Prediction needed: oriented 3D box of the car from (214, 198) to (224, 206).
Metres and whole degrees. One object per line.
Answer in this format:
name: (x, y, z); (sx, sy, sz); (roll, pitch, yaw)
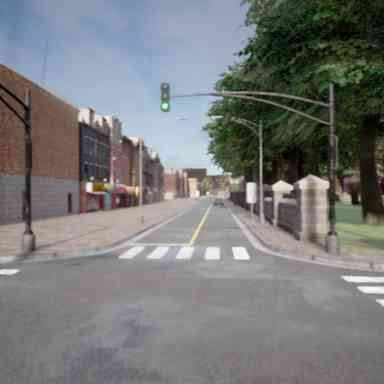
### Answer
car: (5.087, 1.944, 63.746); (2.033, 1.411, 5.357); (-1, 0, 3)
